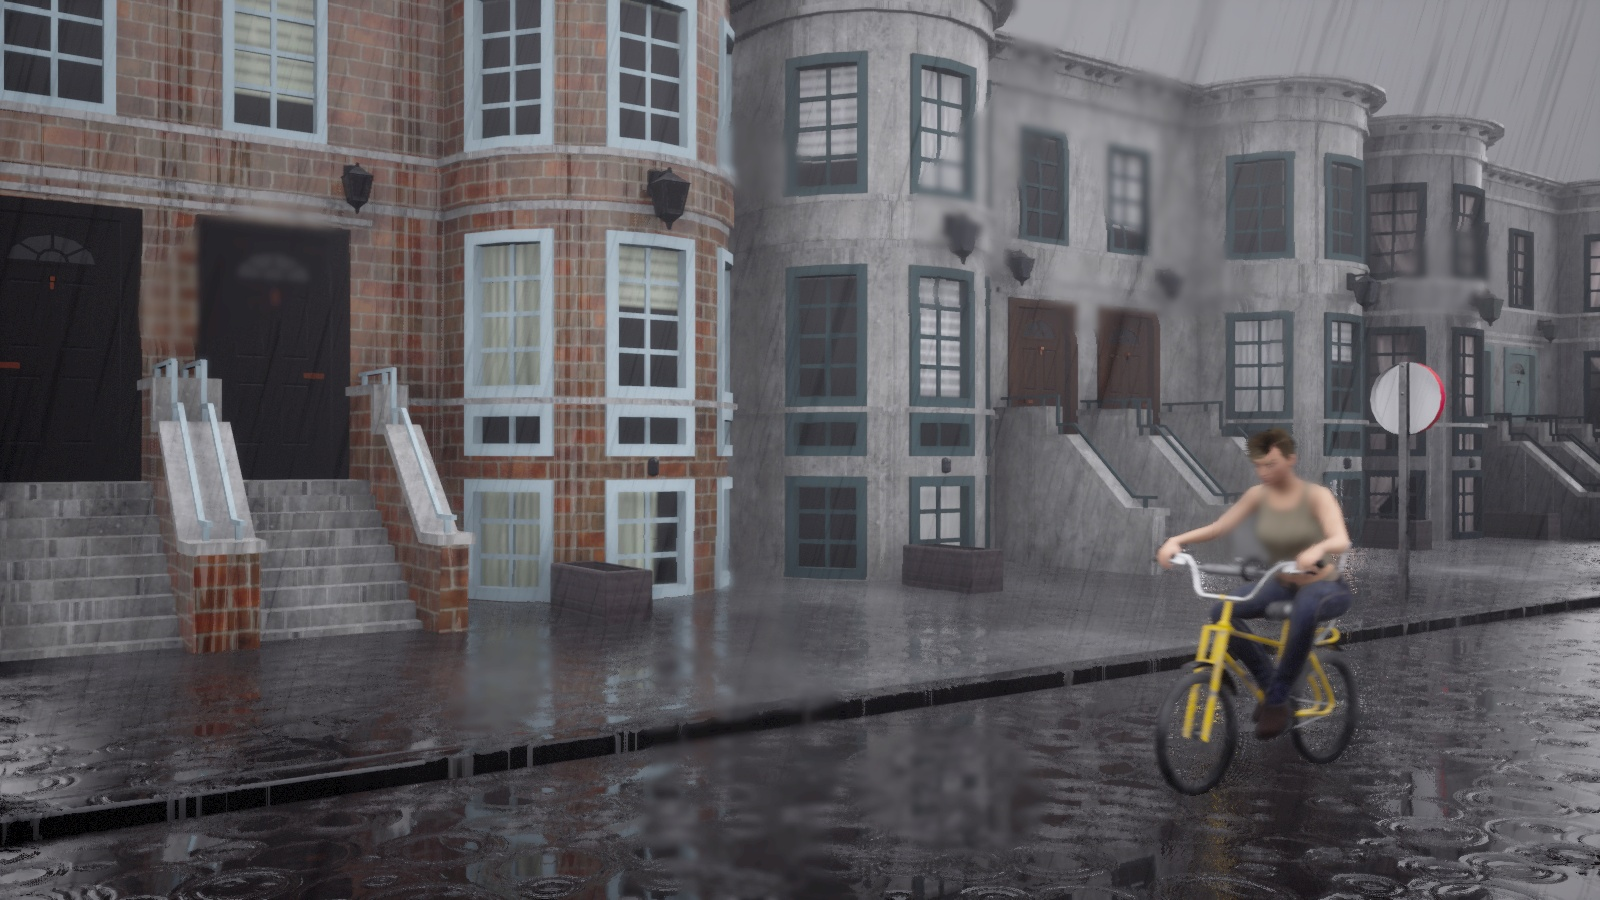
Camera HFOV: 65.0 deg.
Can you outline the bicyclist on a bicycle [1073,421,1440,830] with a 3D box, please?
[{"bbox_3d":[2.096,0.691,5.735,1.509,1.612,0.866,0,0,-35],"label":"bicyclist on a bicycle"}]
